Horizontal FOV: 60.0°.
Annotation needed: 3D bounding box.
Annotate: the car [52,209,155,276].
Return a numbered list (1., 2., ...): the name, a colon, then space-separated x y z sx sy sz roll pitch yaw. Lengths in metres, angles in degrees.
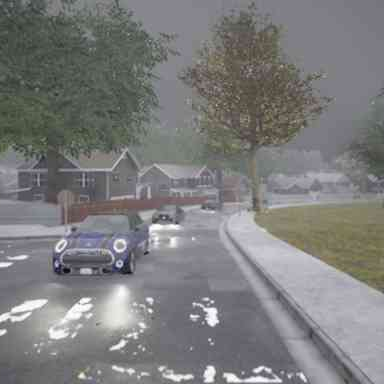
1. car: -2.643 1.422 10.680 2.097 1.767 4.553 0 0 1

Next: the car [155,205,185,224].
1. car: -1.745 1.686 25.947 1.994 1.385 4.181 0 0 8

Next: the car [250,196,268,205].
1. car: 12.750 1.551 63.119 2.097 1.767 4.553 2 1 35

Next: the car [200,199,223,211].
1. car: 2.687 1.703 44.151 2.033 1.411 5.357 1 0 19
